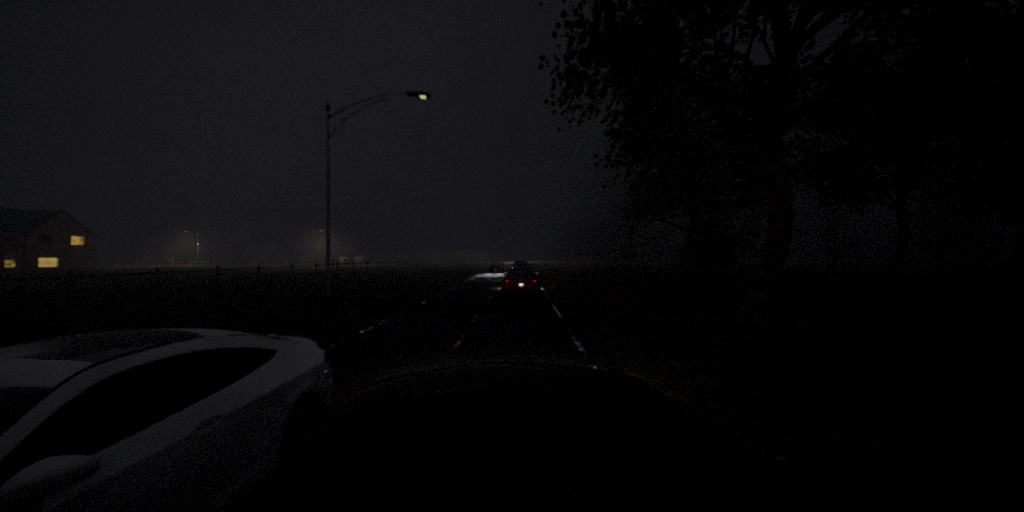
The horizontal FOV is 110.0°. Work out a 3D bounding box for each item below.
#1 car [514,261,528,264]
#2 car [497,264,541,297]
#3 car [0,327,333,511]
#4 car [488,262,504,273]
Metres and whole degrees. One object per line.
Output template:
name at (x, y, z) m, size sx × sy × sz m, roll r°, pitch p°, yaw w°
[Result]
car at (0.976, 1.254, 39.642) m, size 1.837 × 1.490 × 4.892 m, roll 0°, pitch 0°, yaw 1°
car at (0.476, 1.315, 18.797) m, size 1.994 × 1.385 × 4.181 m, roll 0°, pitch 0°, yaw 1°
car at (-2.874, 1.284, 2.120) m, size 1.812 × 1.442 × 4.674 m, roll 0°, pitch 0°, yaw 1°
car at (-1.853, 1.356, 44.004) m, size 1.895 × 1.301 × 4.718 m, roll 0°, pitch 0°, yaw 2°
